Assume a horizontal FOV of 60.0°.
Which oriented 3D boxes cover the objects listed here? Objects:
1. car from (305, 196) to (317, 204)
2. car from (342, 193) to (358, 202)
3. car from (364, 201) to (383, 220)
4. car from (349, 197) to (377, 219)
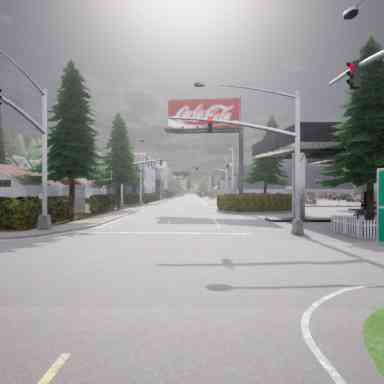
[{"bbox_3d":[22.532,1.553,64.012,1.970,1.475,3.806,0,0,0],"label":"car"},{"bbox_3d":[34.940,1.490,71.797,2.007,1.523,4.514,0,0,0],"label":"car"},{"bbox_3d":[18.709,1.672,30.617,4.611,1.667,2.242,0,0,0],"label":"car"},{"bbox_3d":[14.379,1.505,24.949,3.866,1.878,1.905,0,0,0],"label":"car"}]
